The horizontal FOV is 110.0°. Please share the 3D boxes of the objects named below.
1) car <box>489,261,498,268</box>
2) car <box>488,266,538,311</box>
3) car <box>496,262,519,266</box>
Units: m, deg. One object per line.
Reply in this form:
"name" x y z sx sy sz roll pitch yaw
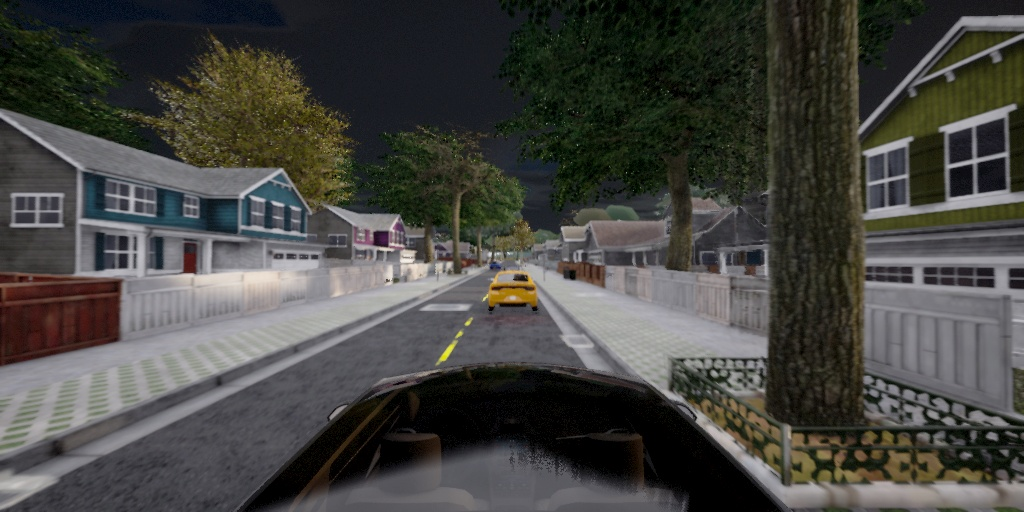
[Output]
"car" -2.796 1.644 60.544 1.882 1.535 5.008 0 0 1
"car" 0.052 1.363 15.385 1.882 1.535 5.008 0 0 0
"car" 0.043 1.486 29.184 2.128 1.511 4.902 0 0 0
